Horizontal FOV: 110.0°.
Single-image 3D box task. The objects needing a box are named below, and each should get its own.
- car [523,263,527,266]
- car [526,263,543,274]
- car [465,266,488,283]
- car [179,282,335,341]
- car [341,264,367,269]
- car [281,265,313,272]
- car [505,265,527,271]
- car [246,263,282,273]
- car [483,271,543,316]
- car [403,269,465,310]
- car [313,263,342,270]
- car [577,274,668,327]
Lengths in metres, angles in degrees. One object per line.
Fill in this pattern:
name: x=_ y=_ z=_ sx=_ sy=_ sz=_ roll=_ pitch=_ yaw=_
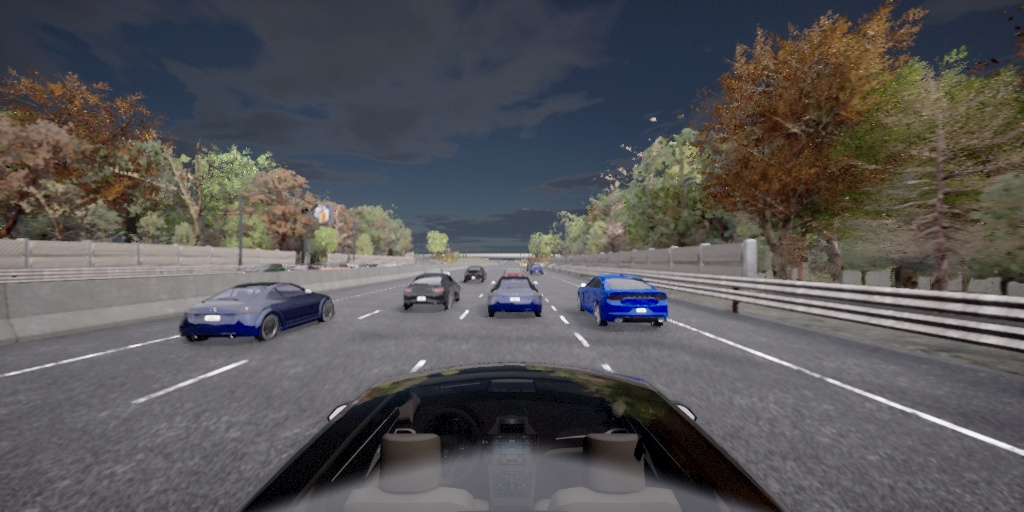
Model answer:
car: x=3.491 y=2.121 z=64.863 sx=1.837 sy=1.490 sz=4.892 roll=0 pitch=-1 yaw=0
car: x=3.493 y=1.980 z=52.873 sx=1.812 sy=1.442 sz=4.674 roll=0 pitch=-1 yaw=0
car: x=-3.403 y=1.703 z=34.092 sx=1.837 sy=1.490 sz=4.892 roll=0 pitch=-1 yaw=0
car: x=-6.899 y=1.430 z=10.264 sx=1.994 sy=1.385 sz=4.181 roll=0 pitch=-1 yaw=0
car: x=-17.593 y=1.869 z=41.739 sx=1.994 sy=1.385 sz=4.181 roll=0 pitch=-1 yaw=0
car: x=-24.589 y=1.839 z=42.382 sx=1.812 sy=1.442 sz=4.674 roll=0 pitch=-1 yaw=0
car: x=0.098 y=1.779 z=32.664 sx=1.895 sy=1.301 sz=4.718 roll=0 pitch=-1 yaw=0
car: x=-28.088 y=1.646 z=41.100 sx=2.097 sy=1.767 sz=4.553 roll=0 pitch=-1 yaw=0
car: x=0.100 y=1.486 z=14.304 sx=1.994 sy=1.385 sz=4.181 roll=0 pitch=-1 yaw=0
car: x=-3.401 y=1.468 z=15.775 sx=1.812 sy=1.442 sz=4.674 roll=0 pitch=-1 yaw=0
car: x=-21.089 y=1.670 z=42.744 sx=2.097 sy=1.767 sz=4.553 roll=0 pitch=-1 yaw=0
car: x=3.510 y=1.362 z=12.230 sx=1.882 sy=1.535 sz=5.008 roll=0 pitch=-1 yaw=0
